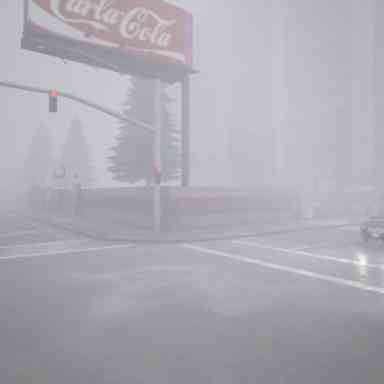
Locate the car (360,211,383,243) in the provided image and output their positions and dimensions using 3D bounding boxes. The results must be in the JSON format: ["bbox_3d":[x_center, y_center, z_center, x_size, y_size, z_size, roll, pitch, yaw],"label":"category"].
[{"bbox_3d":[9.540,1.506,15.093,4.902,1.511,2.128,0,0,-35],"label":"car"}]
